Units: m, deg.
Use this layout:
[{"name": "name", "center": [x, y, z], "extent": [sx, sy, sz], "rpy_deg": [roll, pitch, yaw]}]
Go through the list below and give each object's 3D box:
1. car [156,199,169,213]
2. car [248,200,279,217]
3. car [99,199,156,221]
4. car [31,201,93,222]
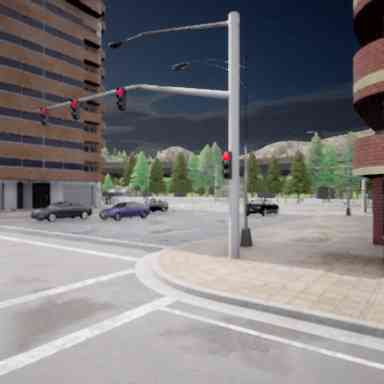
[{"name": "car", "center": [-4.431, 1.497, 34.628], "extent": [2.128, 1.511, 4.902], "rpy_deg": [0, 0, 36]}, {"name": "car", "center": [6.776, 1.481, 31.981], "extent": [1.882, 1.535, 5.008], "rpy_deg": [0, 0, 36]}, {"name": "car", "center": [-5.432, 1.531, 27.310], "extent": [1.812, 1.442, 4.674], "rpy_deg": [0, 0, 36]}, {"name": "car", "center": [-10.291, 1.511, 26.569], "extent": [1.837, 1.490, 4.892], "rpy_deg": [0, 0, 36]}]
